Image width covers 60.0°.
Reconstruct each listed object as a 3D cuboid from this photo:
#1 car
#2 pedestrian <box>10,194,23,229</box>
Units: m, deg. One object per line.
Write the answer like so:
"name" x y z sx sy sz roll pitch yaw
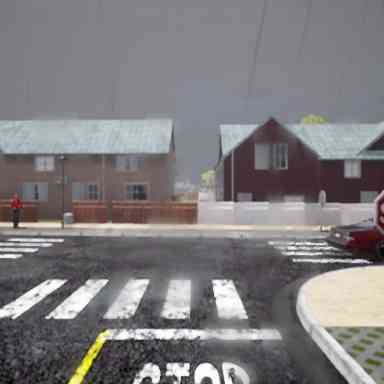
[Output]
"car" 7.663 1.599 11.751 5.357 1.411 2.033 1 0 0
"pedestrian" -9.362 0.996 17.636 0.375 1.860 0.375 0 0 1
